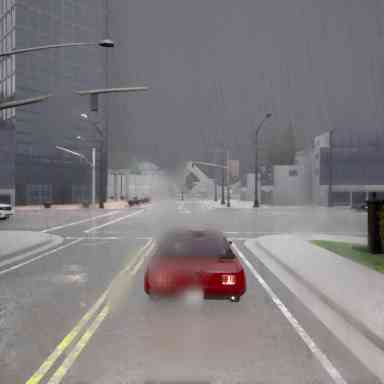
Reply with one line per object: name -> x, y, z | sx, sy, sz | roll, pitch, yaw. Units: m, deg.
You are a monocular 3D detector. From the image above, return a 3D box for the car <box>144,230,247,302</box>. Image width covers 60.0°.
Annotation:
car -> 0.070, 1.601, 8.214 | 1.895, 1.301, 4.718 | 0, 0, 0

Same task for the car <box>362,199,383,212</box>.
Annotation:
car -> 20.961, 1.496, 34.128 | 5.357, 1.411, 2.033 | 0, 0, -1

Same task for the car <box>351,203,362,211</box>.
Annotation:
car -> 20.976, 1.498, 37.637 | 5.357, 1.411, 2.033 | 0, 0, -1

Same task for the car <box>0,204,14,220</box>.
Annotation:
car -> -17.340, 1.339, 26.613 | 5.566, 2.045, 2.150 | -1, 0, 0
